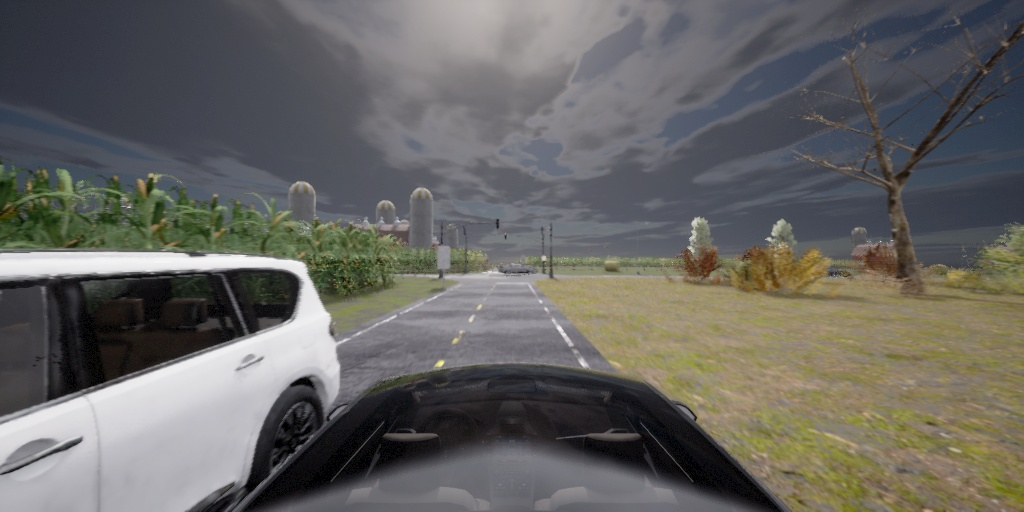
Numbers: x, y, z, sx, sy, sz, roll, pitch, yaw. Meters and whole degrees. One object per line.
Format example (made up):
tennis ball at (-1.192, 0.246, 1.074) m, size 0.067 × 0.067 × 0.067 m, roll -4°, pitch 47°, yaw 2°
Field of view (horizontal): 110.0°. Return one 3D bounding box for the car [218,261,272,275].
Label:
car at (-32.205, 1.491, 43.355) m, size 5.008 × 1.535 × 1.882 m, roll 2°, pitch -2°, yaw -3°

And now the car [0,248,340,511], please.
car at (-2.850, 0.968, 1.472) m, size 2.150 × 2.045 × 5.566 m, roll 0°, pitch -1°, yaw 0°

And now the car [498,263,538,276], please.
car at (0.809, 1.733, 45.242) m, size 4.902 × 1.511 × 2.128 m, roll 0°, pitch -1°, yaw -4°
